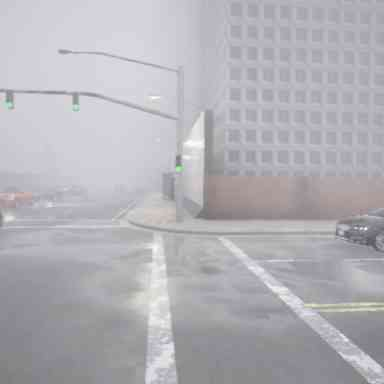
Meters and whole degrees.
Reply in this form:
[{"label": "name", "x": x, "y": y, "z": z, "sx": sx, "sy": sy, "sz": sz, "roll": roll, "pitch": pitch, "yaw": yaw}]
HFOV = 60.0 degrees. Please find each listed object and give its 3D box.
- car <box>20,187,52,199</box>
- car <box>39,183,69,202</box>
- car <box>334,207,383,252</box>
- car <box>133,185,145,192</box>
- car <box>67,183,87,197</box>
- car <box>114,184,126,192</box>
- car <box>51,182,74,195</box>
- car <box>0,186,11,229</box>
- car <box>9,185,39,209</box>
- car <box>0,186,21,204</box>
[{"label": "car", "x": -18.656, "y": 0.038, "z": 40.022, "sx": 1.895, "sy": 1.301, "sz": 4.718, "roll": 0, "pitch": 2, "yaw": -5}, {"label": "car", "x": -14.668, "y": 0.165, "z": 34.454, "sx": 1.837, "sy": 1.490, "sz": 4.892, "roll": 0, "pitch": 2, "yaw": -5}, {"label": "car", "x": 7.618, "y": 1.178, "z": 11.776, "sx": 4.902, "sy": 1.511, "sz": 2.128, "roll": 0, "pitch": 2, "yaw": -5}, {"label": "car", "x": -10.160, "y": -0.685, "z": 63.511, "sx": 1.994, "sy": 1.385, "sz": 4.181, "roll": 0, "pitch": 2, "yaw": -5}, {"label": "car", "x": -15.508, "y": -0.326, "z": 44.486, "sx": 2.097, "sy": 1.767, "sz": 4.553, "roll": 0, "pitch": 2, "yaw": -5}, {"label": "car", "x": -13.649, "y": -0.798, "z": 63.243, "sx": 1.882, "sy": 1.535, "sz": 5.008, "roll": 0, "pitch": 2, "yaw": -5}, {"label": "car", "x": -19.517, "y": -0.558, "z": 50.302, "sx": 2.097, "sy": 1.767, "sz": 4.553, "roll": 0, "pitch": 2, "yaw": -5}, {"label": "car", "x": -8.992, "y": 0.820, "z": 12.380, "sx": 2.097, "sy": 1.767, "sz": 4.553, "roll": 0, "pitch": 2, "yaw": -5}, {"label": "car", "x": -13.873, "y": 0.313, "z": 25.547, "sx": 2.097, "sy": 1.767, "sz": 4.553, "roll": 0, "pitch": 2, "yaw": -5}, {"label": "car", "x": -17.858, "y": 0.227, "z": 30.758, "sx": 1.882, "sy": 1.535, "sz": 5.008, "roll": 0, "pitch": 2, "yaw": -5}]
